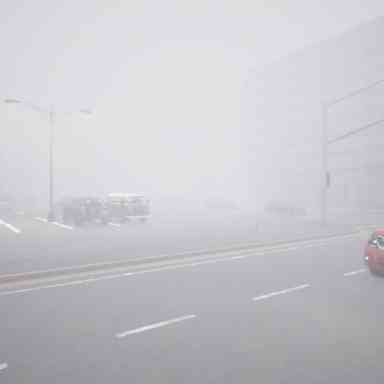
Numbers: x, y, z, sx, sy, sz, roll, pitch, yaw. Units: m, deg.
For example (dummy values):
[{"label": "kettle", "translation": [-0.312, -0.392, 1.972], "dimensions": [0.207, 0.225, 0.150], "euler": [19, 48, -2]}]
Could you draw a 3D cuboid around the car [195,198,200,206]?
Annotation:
[{"label": "car", "translation": [-0.678, 1.533, 54.606], "dimensions": [1.882, 1.535, 5.008], "euler": [0, -1, -35]}]

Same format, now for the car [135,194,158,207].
[{"label": "car", "translation": [-8.853, 1.547, 66.074], "dimensions": [2.128, 1.511, 4.902], "euler": [0, 0, -35]}]

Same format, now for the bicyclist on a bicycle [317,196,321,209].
[{"label": "bicyclist on a bicycle", "translation": [16.592, 1.356, 42.905], "dimensions": [1.656, 1.620, 0.582], "euler": [0, 0, -35]}]

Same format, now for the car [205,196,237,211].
[{"label": "car", "translation": [3.622, 1.407, 42.191], "dimensions": [2.097, 1.767, 4.553], "euler": [0, 0, -35]}]

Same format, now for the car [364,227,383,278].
[{"label": "car", "translation": [6.958, 1.222, 9.091], "dimensions": [5.566, 2.045, 2.150], "euler": [0, 0, -37]}]

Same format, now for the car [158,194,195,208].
[{"label": "car", "translation": [-2.474, 1.277, 50.768], "dimensions": [2.150, 2.045, 5.566], "euler": [0, 0, -36]}]

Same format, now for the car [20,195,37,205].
[{"label": "car", "translation": [-27.204, 1.209, 55.403], "dimensions": [1.932, 1.855, 4.605], "euler": [0, 0, -35]}]

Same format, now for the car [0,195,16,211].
[{"label": "car", "translation": [-21.730, 1.451, 37.950], "dimensions": [1.970, 1.475, 3.806], "euler": [0, 0, -35]}]

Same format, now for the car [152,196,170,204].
[{"label": "car", "translation": [-6.406, 1.619, 68.517], "dimensions": [1.994, 1.385, 4.181], "euler": [0, 0, -35]}]

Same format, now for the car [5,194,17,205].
[{"label": "car", "translation": [-29.599, 1.212, 53.777], "dimensions": [1.905, 1.878, 3.866], "euler": [0, 0, -35]}]

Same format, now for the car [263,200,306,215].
[{"label": "car", "translation": [9.380, 1.581, 34.131], "dimensions": [1.812, 1.442, 4.674], "euler": [0, 0, -36]}]
